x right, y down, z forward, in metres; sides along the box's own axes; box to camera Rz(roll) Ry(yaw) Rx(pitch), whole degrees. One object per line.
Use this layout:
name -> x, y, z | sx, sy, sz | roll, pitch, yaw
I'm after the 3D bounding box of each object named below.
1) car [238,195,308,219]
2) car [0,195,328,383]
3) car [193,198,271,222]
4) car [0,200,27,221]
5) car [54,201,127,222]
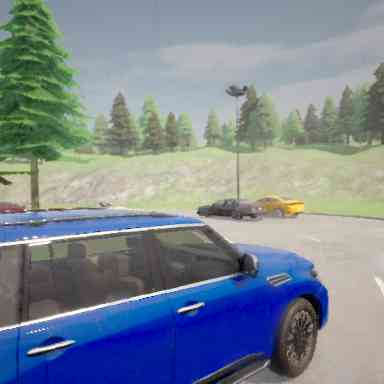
car -> 5.885, 1.018, 24.820 | 1.882, 1.535, 5.008 | -1, 0, -38
car -> -0.758, 1.190, 3.553 | 5.566, 2.045, 2.150 | -2, 1, -40
car -> 2.695, 1.169, 23.506 | 2.033, 1.411, 5.357 | -2, 1, -43
car -> -15.311, 1.473, 25.577 | 4.674, 1.442, 1.812 | -2, 0, -27
car -> -7.305, 1.408, 24.317 | 4.718, 1.301, 1.895 | -1, 1, 3
